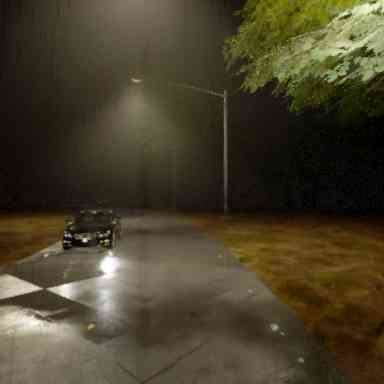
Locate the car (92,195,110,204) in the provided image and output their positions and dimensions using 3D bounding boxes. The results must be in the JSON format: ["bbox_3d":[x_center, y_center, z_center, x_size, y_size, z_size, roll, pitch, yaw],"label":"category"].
[{"bbox_3d":[-14.763,1.503,53.767,2.150,2.045,5.566,0,-1,-23],"label":"car"}]

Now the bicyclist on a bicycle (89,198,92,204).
[{"bbox_3d":[-24.250,2.175,79.272,0.866,1.612,1.509,1,-2,-31],"label":"bicyclist on a bicycle"}]

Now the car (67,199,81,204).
[{"bbox_3d":[-31.382,2.611,89.501,1.994,1.385,4.181,0,-2,-31],"label":"car"}]

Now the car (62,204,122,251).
[{"bbox_3d":[-4.077,1.476,14.187,1.837,1.490,4.892,0,0,-7],"label":"car"}]
